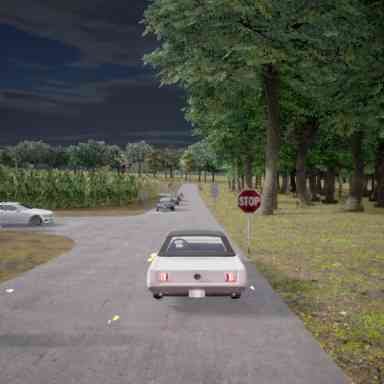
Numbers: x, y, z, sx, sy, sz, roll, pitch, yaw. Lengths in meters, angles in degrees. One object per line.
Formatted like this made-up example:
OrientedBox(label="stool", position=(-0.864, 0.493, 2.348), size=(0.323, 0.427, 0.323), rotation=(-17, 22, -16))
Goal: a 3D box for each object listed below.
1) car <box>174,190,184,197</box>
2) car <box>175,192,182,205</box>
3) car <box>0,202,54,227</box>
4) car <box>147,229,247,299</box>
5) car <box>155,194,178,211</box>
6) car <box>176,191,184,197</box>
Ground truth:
OrientedBox(label="car", position=(-2.768, 0.384, 72.019), size=(1.994, 1.385, 4.181), rotation=(0, 1, 0))
OrientedBox(label="car", position=(-2.856, 1.153, 47.041), size=(1.994, 1.385, 4.181), rotation=(0, 1, 0))
OrientedBox(label="car", position=(-11.190, 1.387, 20.941), size=(4.674, 1.442, 1.812), rotation=(0, 2, -7))
OrientedBox(label="car", position=(0.098, 1.590, 8.380), size=(1.895, 1.301, 4.718), rotation=(0, 0, 0))
OrientedBox(label="car", position=(-2.858, 1.302, 36.972), size=(1.812, 1.442, 4.674), rotation=(0, 1, 0))
OrientedBox(label="car", position=(-2.847, 0.950, 57.190), size=(1.895, 1.301, 4.718), rotation=(0, 1, 0))
